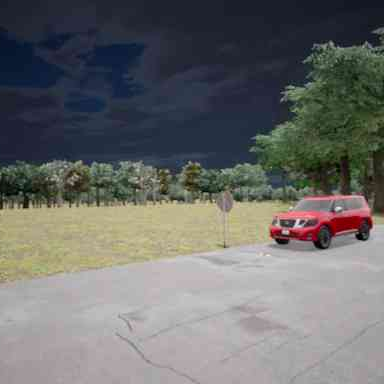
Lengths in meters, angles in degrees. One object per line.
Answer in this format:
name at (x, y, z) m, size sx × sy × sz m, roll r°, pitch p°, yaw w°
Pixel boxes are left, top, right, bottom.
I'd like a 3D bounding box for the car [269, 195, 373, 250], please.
car at (5.788, 1.188, 14.569) m, size 5.566 × 2.045 × 2.150 m, roll 0°, pitch -1°, yaw -38°
